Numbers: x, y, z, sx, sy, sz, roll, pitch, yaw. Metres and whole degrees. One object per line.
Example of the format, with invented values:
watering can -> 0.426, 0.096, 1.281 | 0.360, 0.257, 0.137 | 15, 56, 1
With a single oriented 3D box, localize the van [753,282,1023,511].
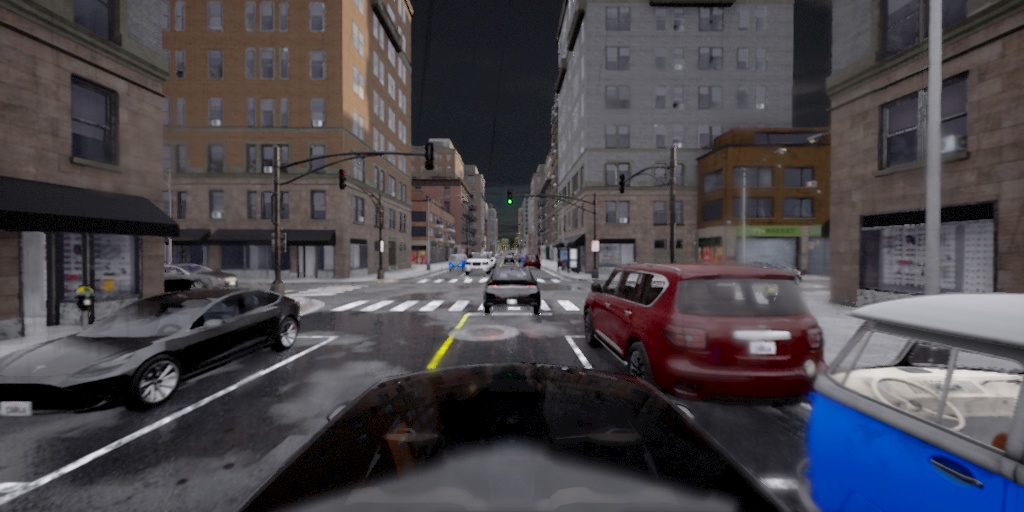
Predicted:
van -> 2.650, 1.102, 0.643 | 1.690, 1.789, 3.998 | 0, 0, 0

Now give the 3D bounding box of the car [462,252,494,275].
car -> -3.105, 0.632, 33.763 | 2.150, 2.045, 5.566 | 0, 1, -1

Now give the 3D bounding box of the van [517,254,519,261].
van -> 2.231, 0.477, 59.740 | 1.690, 1.789, 3.998 | 0, 0, 0

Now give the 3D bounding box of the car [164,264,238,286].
car -> -16.371, 1.132, 17.866 | 4.902, 1.511, 2.128 | 0, 1, 0

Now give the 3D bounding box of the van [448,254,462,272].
van -> -5.694, 0.705, 38.051 | 1.690, 1.789, 3.998 | 0, 0, 0

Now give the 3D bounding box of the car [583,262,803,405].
car -> 2.606, 1.019, 6.155 | 2.192, 1.841, 5.009 | 0, 0, 0

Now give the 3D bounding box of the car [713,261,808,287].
car -> 14.504, 1.043, 21.114 | 4.181, 1.385, 1.994 | 0, 1, 0

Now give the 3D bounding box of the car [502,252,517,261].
car -> -0.480, 0.584, 62.459 | 1.882, 1.535, 5.008 | 0, 1, 0

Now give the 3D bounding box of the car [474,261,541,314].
car -> -0.007, 1.122, 13.143 | 2.128, 1.511, 4.902 | 0, 1, 0

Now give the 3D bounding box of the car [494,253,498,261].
car -> -3.186, 0.521, 44.257 | 2.150, 2.045, 5.566 | 0, 1, 0

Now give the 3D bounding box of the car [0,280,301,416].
car -> -5.418, 1.268, 6.090 | 1.948, 1.339, 4.313 | 0, 0, 0

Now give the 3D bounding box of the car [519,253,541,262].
car -> 2.376, 0.623, 43.523 | 2.192, 1.841, 5.009 | 0, 0, 0

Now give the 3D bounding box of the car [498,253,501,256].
car -> -3.255, 0.679, 54.733 | 2.128, 1.511, 4.902 | 0, 1, -1
